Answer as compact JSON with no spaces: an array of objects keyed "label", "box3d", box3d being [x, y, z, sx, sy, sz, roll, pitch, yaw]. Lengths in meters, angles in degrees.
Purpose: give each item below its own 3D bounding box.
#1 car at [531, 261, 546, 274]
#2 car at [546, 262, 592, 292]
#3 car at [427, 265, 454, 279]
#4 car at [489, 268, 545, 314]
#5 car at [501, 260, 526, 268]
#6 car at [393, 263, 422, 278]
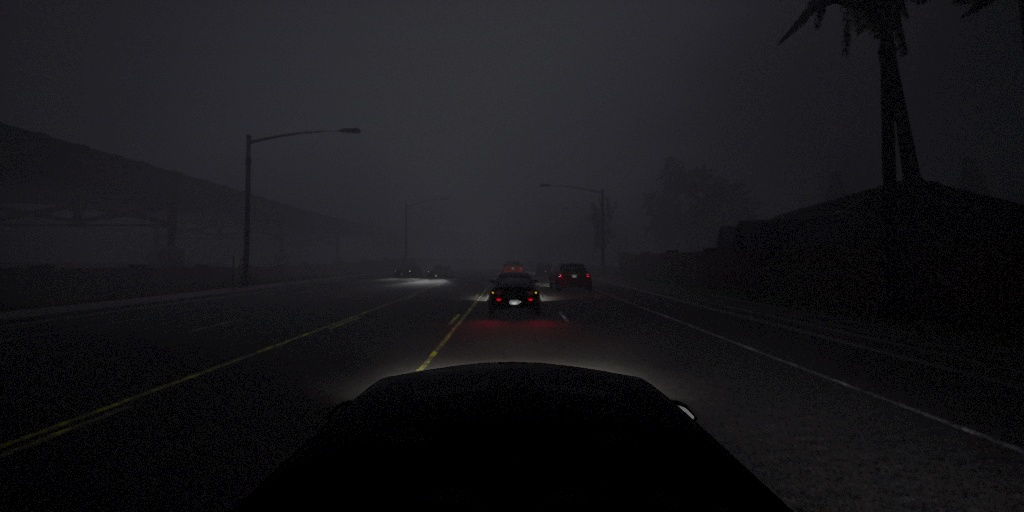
[{"label":"car","box3d":[3.642,1.449,40.513,2.128,1.511,4.902,0,0,1]},{"label":"car","box3d":[3.603,1.229,22.776,2.097,1.767,4.553,0,0,0]},{"label":"car","box3d":[-7.068,1.536,35.637,1.895,1.301,4.718,0,0,0]},{"label":"car","box3d":[0.088,1.363,14.096,1.812,1.442,4.674,0,0,0]},{"label":"car","box3d":[0.113,1.296,37.758,2.097,1.767,4.553,0,0,0]},{"label":"car","box3d":[-10.533,1.465,36.654,1.812,1.442,4.674,0,0,1]}]
